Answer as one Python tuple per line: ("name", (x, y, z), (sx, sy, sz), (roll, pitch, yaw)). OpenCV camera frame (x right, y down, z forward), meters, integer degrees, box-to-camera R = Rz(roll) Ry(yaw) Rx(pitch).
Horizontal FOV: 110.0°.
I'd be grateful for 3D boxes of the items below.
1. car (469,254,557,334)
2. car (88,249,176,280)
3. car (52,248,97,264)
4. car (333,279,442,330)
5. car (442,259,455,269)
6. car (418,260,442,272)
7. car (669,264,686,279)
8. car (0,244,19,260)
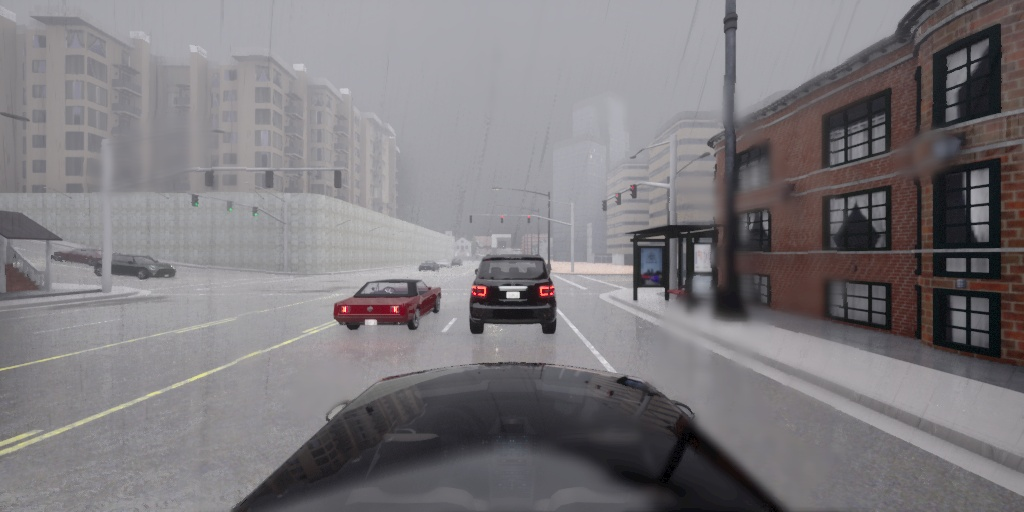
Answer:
("car", (0.024, 0.971, 10.750), (2.150, 2.045, 5.566), (0, 0, 0))
("car", (-28.081, 0.719, 26.904), (4.553, 1.767, 2.097), (5, 0, 0))
("car", (-35.993, 0.029, 30.530), (4.674, 1.442, 1.812), (8, 0, 0))
("car", (-3.474, 1.351, 11.066), (1.895, 1.301, 4.718), (0, 0, 0))
("car", (-10.898, 1.275, 57.706), (1.812, 1.442, 4.674), (0, 0, -1))
("car", (-10.848, 1.314, 46.960), (1.994, 1.385, 4.181), (0, 0, 0))
("car", (15.027, 1.351, 30.989), (4.718, 1.301, 1.895), (0, 0, -1))
("car", (-39.805, -0.547, 26.799), (4.181, 1.385, 1.994), (10, 0, -1))
